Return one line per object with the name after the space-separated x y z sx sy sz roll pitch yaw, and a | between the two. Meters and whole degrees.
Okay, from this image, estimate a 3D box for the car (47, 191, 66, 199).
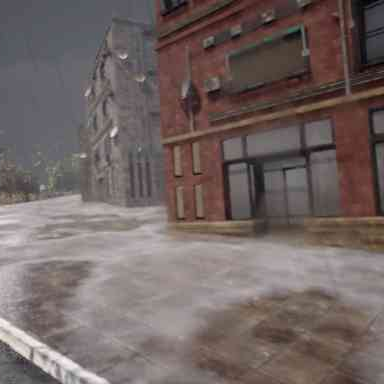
-27.664 0.614 68.075 1.895 1.301 4.718 -5 3 6 | car
